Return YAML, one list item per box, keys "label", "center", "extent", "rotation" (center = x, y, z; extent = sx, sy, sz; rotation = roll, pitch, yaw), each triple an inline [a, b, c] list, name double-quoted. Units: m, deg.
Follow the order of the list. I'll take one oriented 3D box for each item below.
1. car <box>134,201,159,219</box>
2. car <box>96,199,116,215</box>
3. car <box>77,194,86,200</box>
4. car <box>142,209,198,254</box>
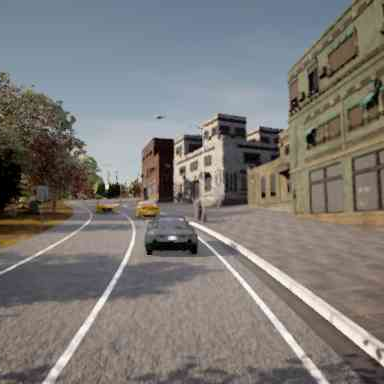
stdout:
- label: "car"
  center: [-4.261, 1.610, 30.889]
  extent: [1.882, 1.535, 5.008]
  rotation: [1, -1, -15]
- label: "car"
  center: [-9.243, 1.545, 35.647]
  extent: [1.882, 1.535, 5.008]
  rotation: [2, 0, -18]
- label: "car"
  center: [-24.400, 1.254, 73.285]
  extent: [1.837, 1.490, 4.892]
  rotation: [1, 0, -17]
- label: "car"
  center: [-0.922, 1.611, 13.779]
  extent: [1.994, 1.385, 4.181]
  rotation: [0, 0, -7]
